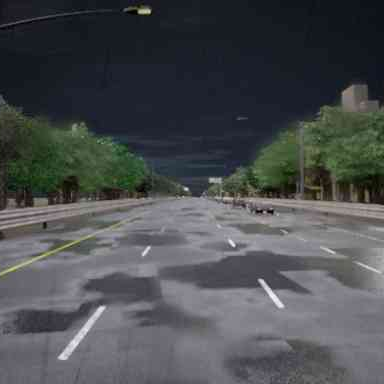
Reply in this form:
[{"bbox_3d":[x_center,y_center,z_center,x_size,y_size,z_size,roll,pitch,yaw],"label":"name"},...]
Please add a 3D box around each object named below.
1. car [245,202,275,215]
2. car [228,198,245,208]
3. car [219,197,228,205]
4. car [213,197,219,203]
[{"bbox_3d":[7.054,1.663,34.261,1.895,1.301,4.718,0,0,0],"label":"car"},{"bbox_3d":[7.129,1.699,51.366,1.837,1.490,4.892,0,-1,0],"label":"car"},{"bbox_3d":[7.246,2.014,69.896,1.895,1.301,4.718,0,-1,0],"label":"car"},{"bbox_3d":[7.404,2.196,88.808,2.128,1.511,4.902,0,-1,1],"label":"car"}]
